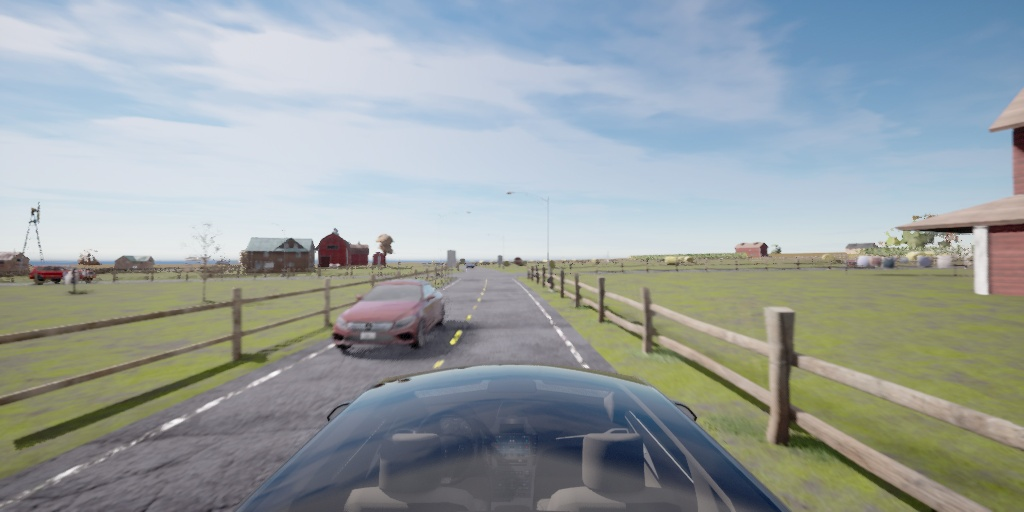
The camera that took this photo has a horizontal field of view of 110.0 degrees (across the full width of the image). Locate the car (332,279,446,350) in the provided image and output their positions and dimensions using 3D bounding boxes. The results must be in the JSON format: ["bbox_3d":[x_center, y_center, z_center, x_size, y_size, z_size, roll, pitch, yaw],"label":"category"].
[{"bbox_3d":[-2.936,1.369,9.544,1.812,1.442,4.674,0,-1,-1],"label":"car"}]
